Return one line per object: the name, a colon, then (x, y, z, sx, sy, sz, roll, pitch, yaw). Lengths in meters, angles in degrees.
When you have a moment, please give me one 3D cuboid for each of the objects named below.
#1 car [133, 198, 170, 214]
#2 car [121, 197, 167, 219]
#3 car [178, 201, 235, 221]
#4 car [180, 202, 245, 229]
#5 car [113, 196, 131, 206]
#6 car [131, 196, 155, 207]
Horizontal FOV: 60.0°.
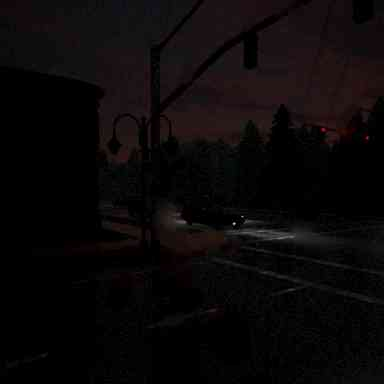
car: (-4.532, 1.478, 36.337, 1.882, 1.535, 5.008, 0, 0, -34)
car: (-4.053, 1.492, 29.513, 2.128, 1.511, 4.902, 0, 0, -35)
car: (1.084, 1.547, 28.264, 2.033, 1.411, 5.357, 0, 0, -35)
car: (1.287, 1.601, 21.875, 1.895, 1.301, 4.718, 0, 0, -35)
car: (-10.561, 1.352, 51.316, 2.097, 1.767, 4.553, 0, 0, -35)
car: (-7.997, 1.505, 53.761, 1.837, 1.490, 4.892, 0, 0, -35)
